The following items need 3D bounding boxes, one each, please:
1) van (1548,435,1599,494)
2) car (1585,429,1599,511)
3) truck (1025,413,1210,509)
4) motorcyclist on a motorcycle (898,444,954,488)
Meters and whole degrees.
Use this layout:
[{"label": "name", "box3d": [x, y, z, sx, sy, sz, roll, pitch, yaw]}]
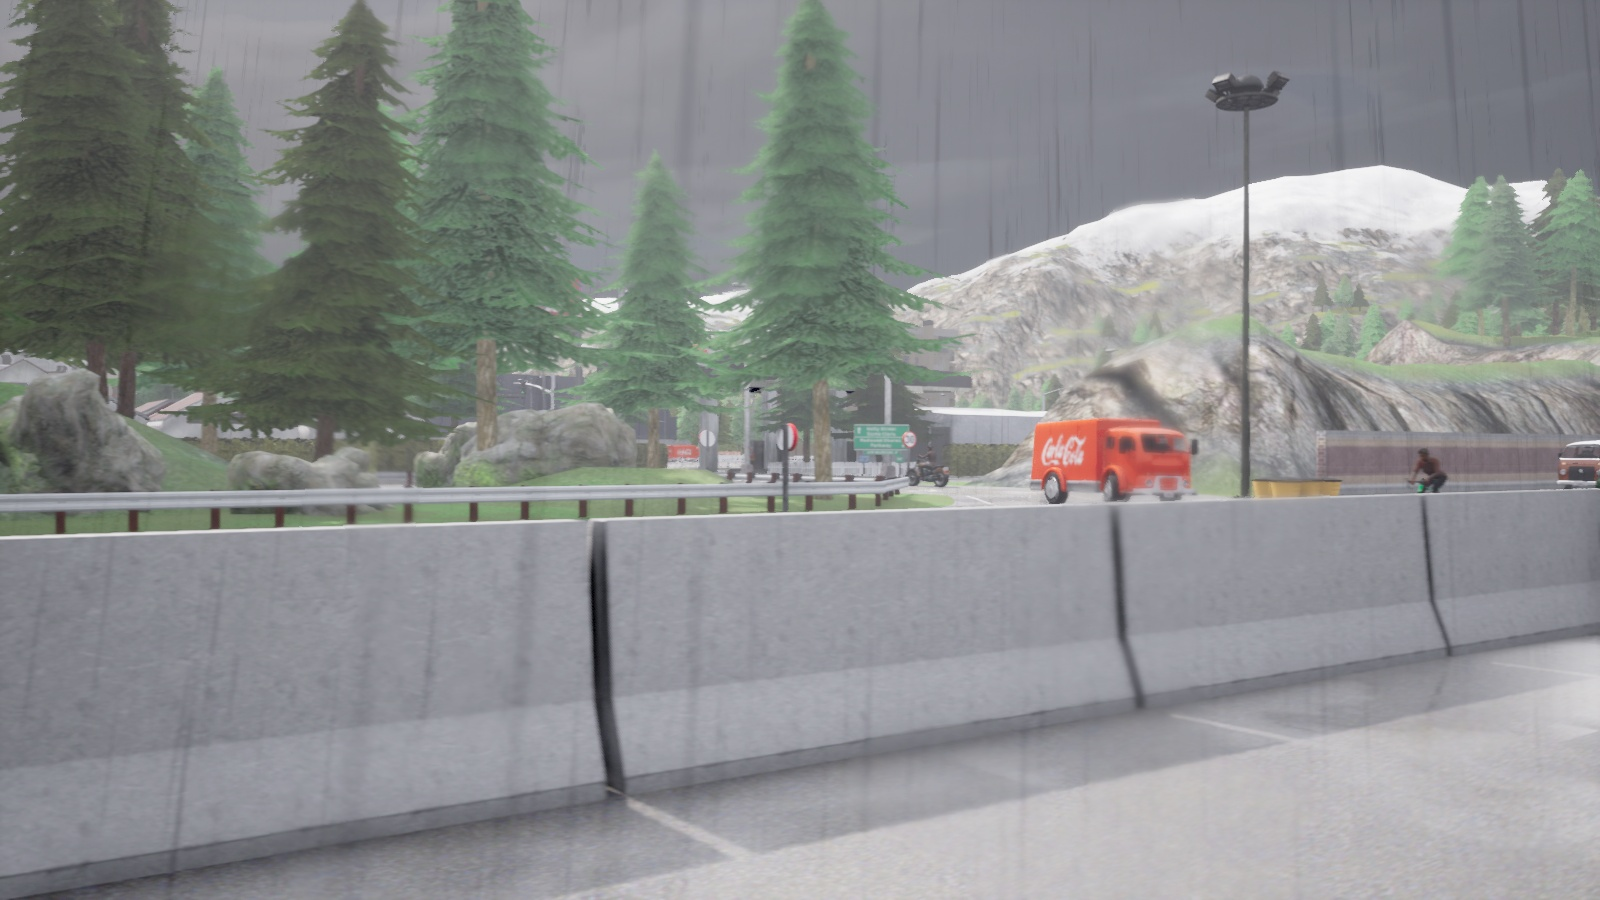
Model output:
[{"label": "van", "box3d": [29.143, 0.518, 45.262, 4.480, 2.038, 2.069, 0, 0, -35]}, {"label": "car", "box3d": [22.552, 0.495, 32.151, 5.566, 2.045, 2.150, 0, 0, -35]}, {"label": "truck", "box3d": [8.763, 0.337, 35.277, 2.627, 2.467, 5.204, 1, -1, -19]}, {"label": "motorcyclist on a motorcycle", "box3d": [4.835, 0.607, 48.328, 0.766, 1.649, 2.350, 0, 0, -35]}]
